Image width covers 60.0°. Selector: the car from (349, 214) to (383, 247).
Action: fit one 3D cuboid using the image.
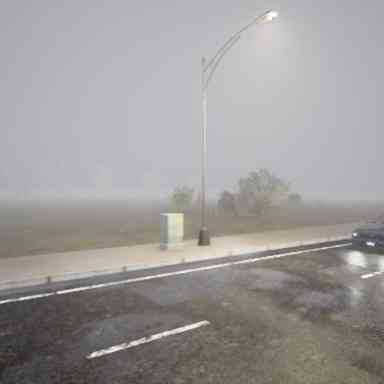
[{"bbox_3d":[8.852,1.553,13.989,5.357,1.411,2.033,0,0,-35],"label":"car"}]
